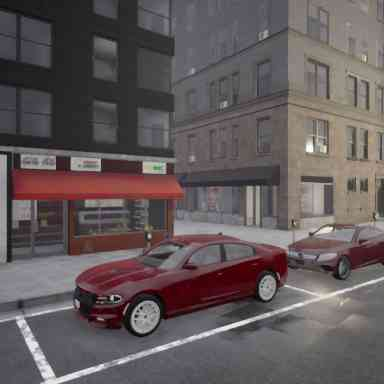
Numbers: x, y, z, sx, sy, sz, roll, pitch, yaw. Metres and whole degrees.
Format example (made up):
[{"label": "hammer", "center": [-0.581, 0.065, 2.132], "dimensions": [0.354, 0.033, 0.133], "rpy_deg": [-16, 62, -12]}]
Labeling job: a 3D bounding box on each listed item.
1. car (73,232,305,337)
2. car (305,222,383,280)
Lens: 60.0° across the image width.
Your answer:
[{"label": "car", "center": [-0.010, 1.546, 6.636], "dimensions": [4.507, 1.381, 1.887], "rpy_deg": [0, 0, -35]}, {"label": "car", "center": [4.512, 1.579, 9.856], "dimensions": [4.206, 1.307, 1.802], "rpy_deg": [0, 0, -35]}]
